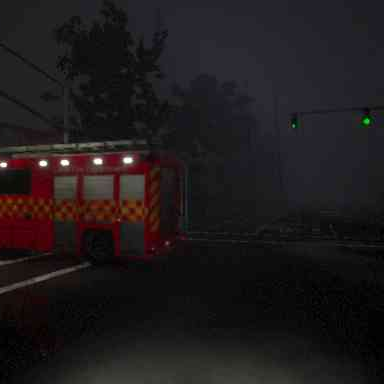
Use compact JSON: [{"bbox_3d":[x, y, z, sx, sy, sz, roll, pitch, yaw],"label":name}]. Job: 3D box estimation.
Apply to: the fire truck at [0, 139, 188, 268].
[{"bbox_3d":[-4.572,0.338,11.959,8.468,3.827,2.891,0,0,20],"label":"fire truck"}]
